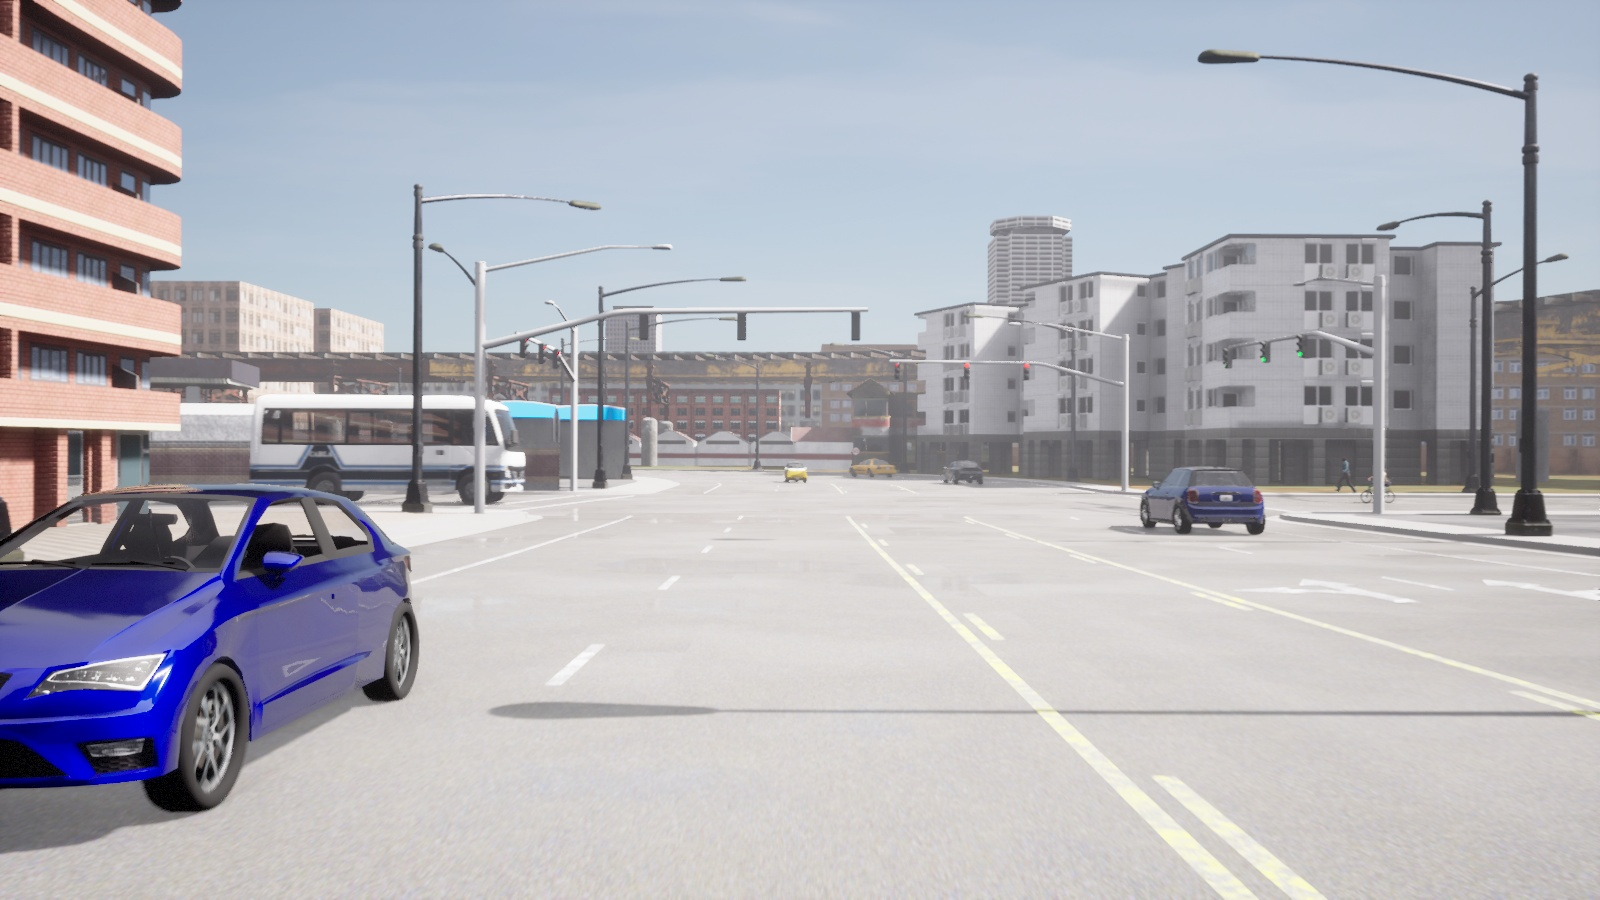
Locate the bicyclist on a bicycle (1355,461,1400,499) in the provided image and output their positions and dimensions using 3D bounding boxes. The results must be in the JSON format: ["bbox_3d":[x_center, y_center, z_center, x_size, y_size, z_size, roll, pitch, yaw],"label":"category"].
[{"bbox_3d":[24.711,1.268,53.766,1.509,1.612,0.866,0,0,-1],"label":"bicyclist on a bicycle"}]

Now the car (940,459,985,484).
[{"bbox_3d":[10.504,1.362,81.393,1.837,1.490,4.892,0,0,-6],"label":"car"}]

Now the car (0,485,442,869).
[{"bbox_3d":[-3.517,0.959,7.078,1.816,1.474,4.193,0,-1,0],"label":"car"}]

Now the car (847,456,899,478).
[{"bbox_3d":[5.648,1.297,97.897,1.801,1.575,5.366,0,0,-25],"label":"car"}]

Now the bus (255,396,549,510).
[{"bbox_3d":[-15.379,0.118,49.291,10.273,4.253,3.944,0,-1,-1],"label":"bus"}]

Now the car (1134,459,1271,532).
[{"bbox_3d":[10.421,1.144,32.910,2.097,1.767,4.553,0,-1,0],"label":"car"}]

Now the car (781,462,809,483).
[{"bbox_3d":[-0.337,1.452,82.497,1.481,1.376,2.207,0,0,-11],"label":"car"}]

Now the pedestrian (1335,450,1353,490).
[{"bbox_3d":[26.685,0.970,61.621,0.692,1.930,0.396,0,0,4],"label":"pedestrian"}]
